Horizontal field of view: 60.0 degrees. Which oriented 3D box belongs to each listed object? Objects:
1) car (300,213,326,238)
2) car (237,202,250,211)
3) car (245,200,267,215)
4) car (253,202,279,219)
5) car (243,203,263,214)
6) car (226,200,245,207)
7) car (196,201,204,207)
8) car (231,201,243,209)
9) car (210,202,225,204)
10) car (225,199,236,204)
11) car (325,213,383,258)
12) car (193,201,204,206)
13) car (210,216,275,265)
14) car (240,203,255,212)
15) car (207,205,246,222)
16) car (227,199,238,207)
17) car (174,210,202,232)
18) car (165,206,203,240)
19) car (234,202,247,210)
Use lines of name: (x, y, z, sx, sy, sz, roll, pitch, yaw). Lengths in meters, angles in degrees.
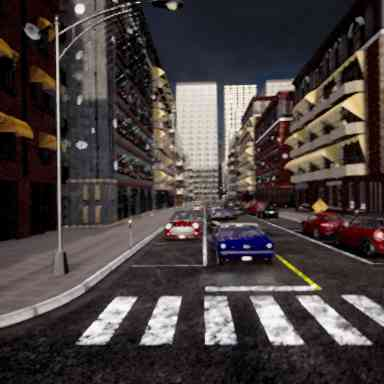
car: (7.438, 1.819, 18.864, 1.802, 1.307, 4.206, -2, -1, 2)
car: (8.914, 2.511, 57.673, 1.802, 1.307, 4.206, -2, -1, 2)
car: (8.272, 1.949, 41.046, 2.192, 1.841, 5.009, -2, -1, 2)
car: (8.068, 2.100, 35.497, 1.947, 1.339, 4.313, -2, -1, 2)
car: (8.490, 2.283, 46.585, 2.008, 1.369, 4.403, -2, -1, 2)
car: (5.845, 2.217, 43.094, 1.837, 1.490, 4.892, -1, -1, 3)
car: (2.089, 3.078, 85.502, 1.752, 1.417, 4.829, -2, -1, 2)
car: (9.336, 2.676, 68.761, 2.008, 1.369, 4.403, -2, -1, 2)
car: (3.248, 2.351, 48.398, 2.128, 1.511, 4.902, -1, -1, 2)
car: (6.186, 2.117, 53.388, 2.150, 2.045, 5.566, -1, -1, 2)
car: (7.227, 1.578, 13.323, 1.967, 1.590, 4.097, -2, -1, 2)
car: (1.035, 2.505, 57.952, 1.967, 1.590, 4.097, -2, -1, 2)
car: (1.794, 1.816, 12.626, 1.895, 1.301, 4.718, -1, -1, 2)
car: (8.702, 2.413, 52.129, 1.802, 1.307, 4.206, -2, -1, 2)
car: (2.169, 1.887, 22.678, 2.128, 1.511, 4.902, -1, -1, 2)
car: (9.752, 2.637, 79.854, 2.192, 1.841, 5.009, -2, -1, 2)
car: (-0.229, 2.054, 24.684, 1.802, 1.307, 4.206, -2, -1, 2)
car: (-0.445, 1.813, 19.143, 1.967, 1.590, 4.097, -2, -1, 2)
car: (9.125, 2.593, 63.217, 1.947, 1.339, 4.313, -2, -1, 2)
